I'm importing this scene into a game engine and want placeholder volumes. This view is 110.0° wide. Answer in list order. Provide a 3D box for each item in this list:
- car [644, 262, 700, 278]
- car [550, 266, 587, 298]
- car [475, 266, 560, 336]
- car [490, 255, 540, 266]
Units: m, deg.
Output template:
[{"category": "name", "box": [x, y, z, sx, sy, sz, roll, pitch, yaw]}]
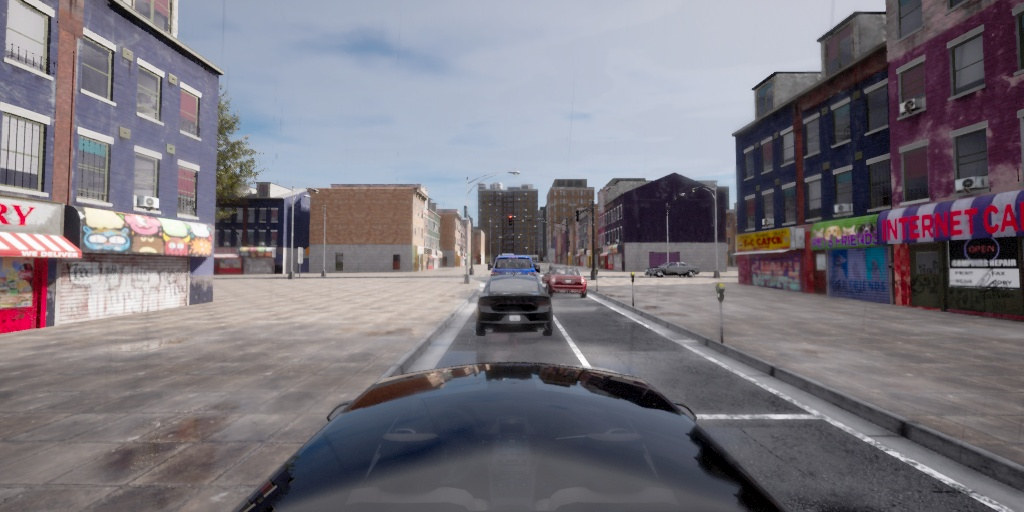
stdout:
[{"category": "car", "box": [14.948, 1.316, 33.533, 4.902, 1.511, 2.128, 0, -2, 0]}, {"category": "car", "box": [2.615, 1.211, 18.689, 1.967, 1.591, 4.097, 0, 0, 0]}, {"category": "car", "box": [0.036, 1.235, 10.468, 1.882, 1.535, 5.008, 0, 0, -1]}, {"category": "car", "box": [0.068, 0.993, 18.001, 2.150, 2.045, 5.566, 0, 0, 0]}]
